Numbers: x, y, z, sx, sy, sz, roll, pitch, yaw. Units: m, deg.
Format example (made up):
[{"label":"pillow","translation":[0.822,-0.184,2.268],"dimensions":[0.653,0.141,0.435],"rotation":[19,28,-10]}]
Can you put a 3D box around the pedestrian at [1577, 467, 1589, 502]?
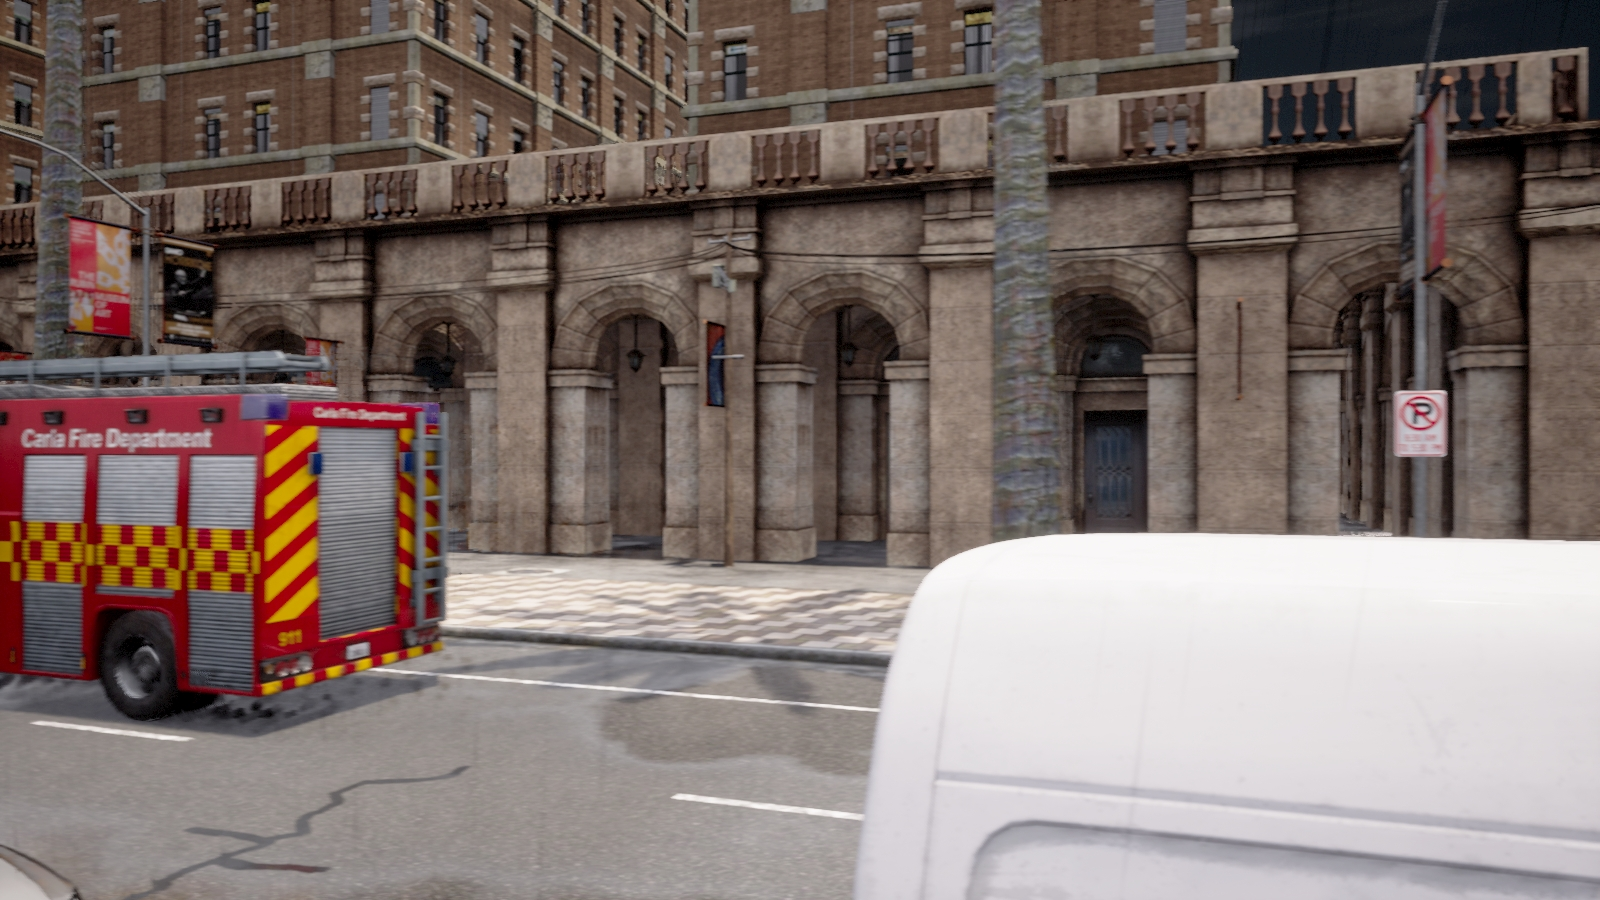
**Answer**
[{"label":"pedestrian","translation":[41.629,1.848,60.736],"dimensions":[0.375,1.860,0.375],"rotation":[0,0,7]}]

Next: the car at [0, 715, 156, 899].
[{"label":"car","translation":[-5.305,2.066,5.232],"dimensions":[4.193,1.474,1.816],"rotation":[0,0,20]}]

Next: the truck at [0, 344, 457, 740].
[{"label":"truck","translation":[-8.603,0.891,13.857],"dimensions":[8.468,3.827,2.891],"rotation":[0,0,20]}]

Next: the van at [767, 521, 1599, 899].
[{"label":"van","translation":[3.055,1.535,2.192],"dimensions":[5.915,2.561,1.988],"rotation":[0,0,20]}]

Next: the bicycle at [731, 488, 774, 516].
[{"label":"bicycle","translation":[-2.047,2.211,48.928],"dimensions":[1.835,1.171,0.329],"rotation":[0,0,20]}]
